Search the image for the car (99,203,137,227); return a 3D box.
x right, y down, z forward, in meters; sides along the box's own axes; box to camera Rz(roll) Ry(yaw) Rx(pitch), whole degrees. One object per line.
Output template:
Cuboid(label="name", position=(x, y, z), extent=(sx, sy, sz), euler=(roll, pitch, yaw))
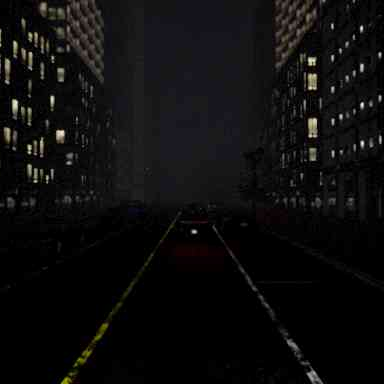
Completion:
Cuboid(label="car", position=(-5.673, 1.770, 24.946), extent=(1.887, 1.381, 4.507), euler=(0, -1, 0))

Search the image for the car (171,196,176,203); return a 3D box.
Cuboid(label="car", position=(-5.640, 2.283, 87.387), extent=(1.752, 1.417, 4.829), euler=(0, 0, 0))

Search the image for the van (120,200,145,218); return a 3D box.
Cuboid(label="van", position=(-5.669, 1.616, 30.640), extent=(1.690, 1.788, 3.998), euler=(0, -1, 0))

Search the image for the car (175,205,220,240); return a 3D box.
Cuboid(label="car", position=(0.110, 1.654, 17.883), extent=(2.128, 1.511, 4.902), euler=(0, -1, 0))

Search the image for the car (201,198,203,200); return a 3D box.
Cuboid(label="car", position=(2.722, 2.055, 53.386), extent=(1.802, 1.307, 4.206), euler=(0, 0, 0))

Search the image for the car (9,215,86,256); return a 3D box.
Cuboid(label="car", position=(-5.680, 1.674, 13.562), extent=(2.008, 1.369, 4.403), euler=(0, -1, 0))

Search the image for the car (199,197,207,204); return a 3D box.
Cuboid(label="car", position=(2.741, 2.201, 87.538), extent=(1.967, 1.590, 4.097), euler=(0, 0, 0))

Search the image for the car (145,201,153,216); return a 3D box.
Cuboid(label="car", position=(-5.667, 1.907, 36.330), extent=(1.802, 1.307, 4.206), euler=(0, -1, 0))

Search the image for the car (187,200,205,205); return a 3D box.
Cuboid(label="car", position=(0.106, 1.845, 35.539), extent=(1.812, 1.442, 4.674), euler=(0, 0, 0))

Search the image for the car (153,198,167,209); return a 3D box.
Cuboid(label="car", position=(-5.658, 1.912, 53.406), extent=(1.967, 1.590, 4.097), euler=(0, 0, 0))

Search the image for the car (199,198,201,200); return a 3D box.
Cuboid(label="car", position=(2.726, 2.048, 59.249), extent=(1.752, 1.417, 4.829), euler=(0, 0, 0))

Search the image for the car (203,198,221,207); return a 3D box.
Cuboid(label="car", position=(2.717, 1.816, 42.004), extent=(1.967, 1.590, 4.097), euler=(0, 0, 0))

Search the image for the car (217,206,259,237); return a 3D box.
Cuboid(label="car", position=(2.704, 1.741, 19.236), extent=(1.947, 1.339, 4.313), euler=(0, -1, 0))

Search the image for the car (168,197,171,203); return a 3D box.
Cuboid(label="car", position=(-5.652, 2.134, 64.790), extent=(1.947, 1.339, 4.313), euler=(0, 0, 0))
